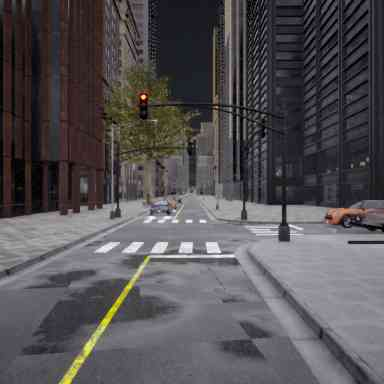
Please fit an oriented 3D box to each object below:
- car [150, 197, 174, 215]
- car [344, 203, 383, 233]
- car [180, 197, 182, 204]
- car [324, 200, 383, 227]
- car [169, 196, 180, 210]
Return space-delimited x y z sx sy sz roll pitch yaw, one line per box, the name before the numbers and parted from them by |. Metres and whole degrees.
car | -3.074 1.532 33.506 1.812 1.442 4.674 0 0 0
car | 11.538 1.491 18.082 5.357 1.411 2.033 0 0 0
car | -2.970 1.572 65.568 1.837 1.490 4.892 0 -1 0
car | 10.860 1.311 21.182 4.553 1.767 2.097 0 0 0
car | -3.065 1.369 43.209 2.097 1.767 4.553 0 0 0
